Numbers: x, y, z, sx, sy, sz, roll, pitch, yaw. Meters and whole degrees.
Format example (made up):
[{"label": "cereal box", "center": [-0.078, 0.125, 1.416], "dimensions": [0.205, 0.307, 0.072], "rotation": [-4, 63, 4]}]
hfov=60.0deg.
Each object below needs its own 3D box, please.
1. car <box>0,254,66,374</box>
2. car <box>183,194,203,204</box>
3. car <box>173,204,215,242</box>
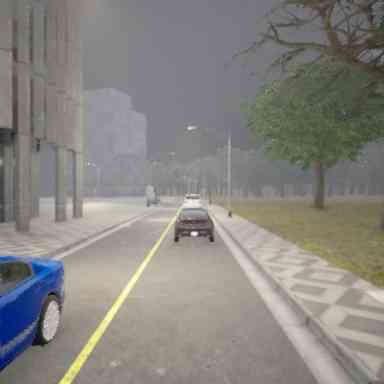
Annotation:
[{"label": "car", "center": [-3.055, 1.493, 3.556], "dimensions": [1.882, 1.535, 5.008], "rotation": [0, -1, 0]}, {"label": "car", "center": [0.100, 1.297, 39.213], "dimensions": [2.150, 2.045, 5.566], "rotation": [0, 0, 0]}, {"label": "car", "center": [0.099, 1.553, 16.752], "dimensions": [1.837, 1.490, 4.892], "rotation": [0, 0, 0]}]
